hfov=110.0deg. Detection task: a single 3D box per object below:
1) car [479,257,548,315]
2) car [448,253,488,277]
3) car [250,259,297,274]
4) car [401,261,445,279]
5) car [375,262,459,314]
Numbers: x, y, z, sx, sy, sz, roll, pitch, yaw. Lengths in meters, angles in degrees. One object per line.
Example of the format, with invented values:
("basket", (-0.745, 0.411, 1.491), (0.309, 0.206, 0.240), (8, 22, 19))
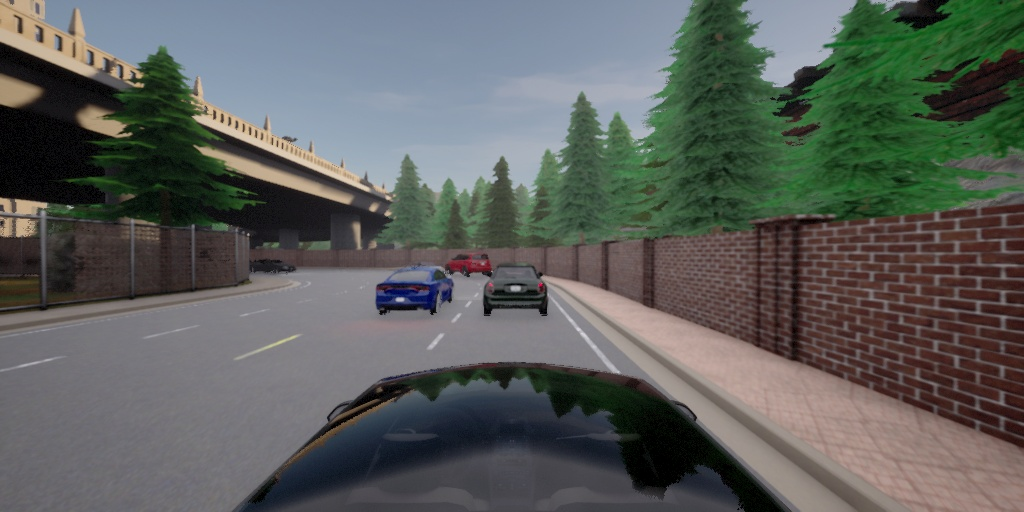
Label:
("car", (0.112, 1.020, 13.252), (2.097, 1.767, 4.553), (0, 0, 0))
("car", (-3.973, 0.755, 32.049), (2.150, 2.045, 5.566), (0, 0, -35))
("car", (-23.840, 1.013, 35.613), (4.892, 1.490, 1.837), (0, 0, 14))
("car", (-7.843, 1.140, 31.166), (1.895, 1.301, 4.718), (0, 0, -39))
("car", (-3.385, 1.145, 13.305), (1.882, 1.535, 5.008), (0, 1, 0))
